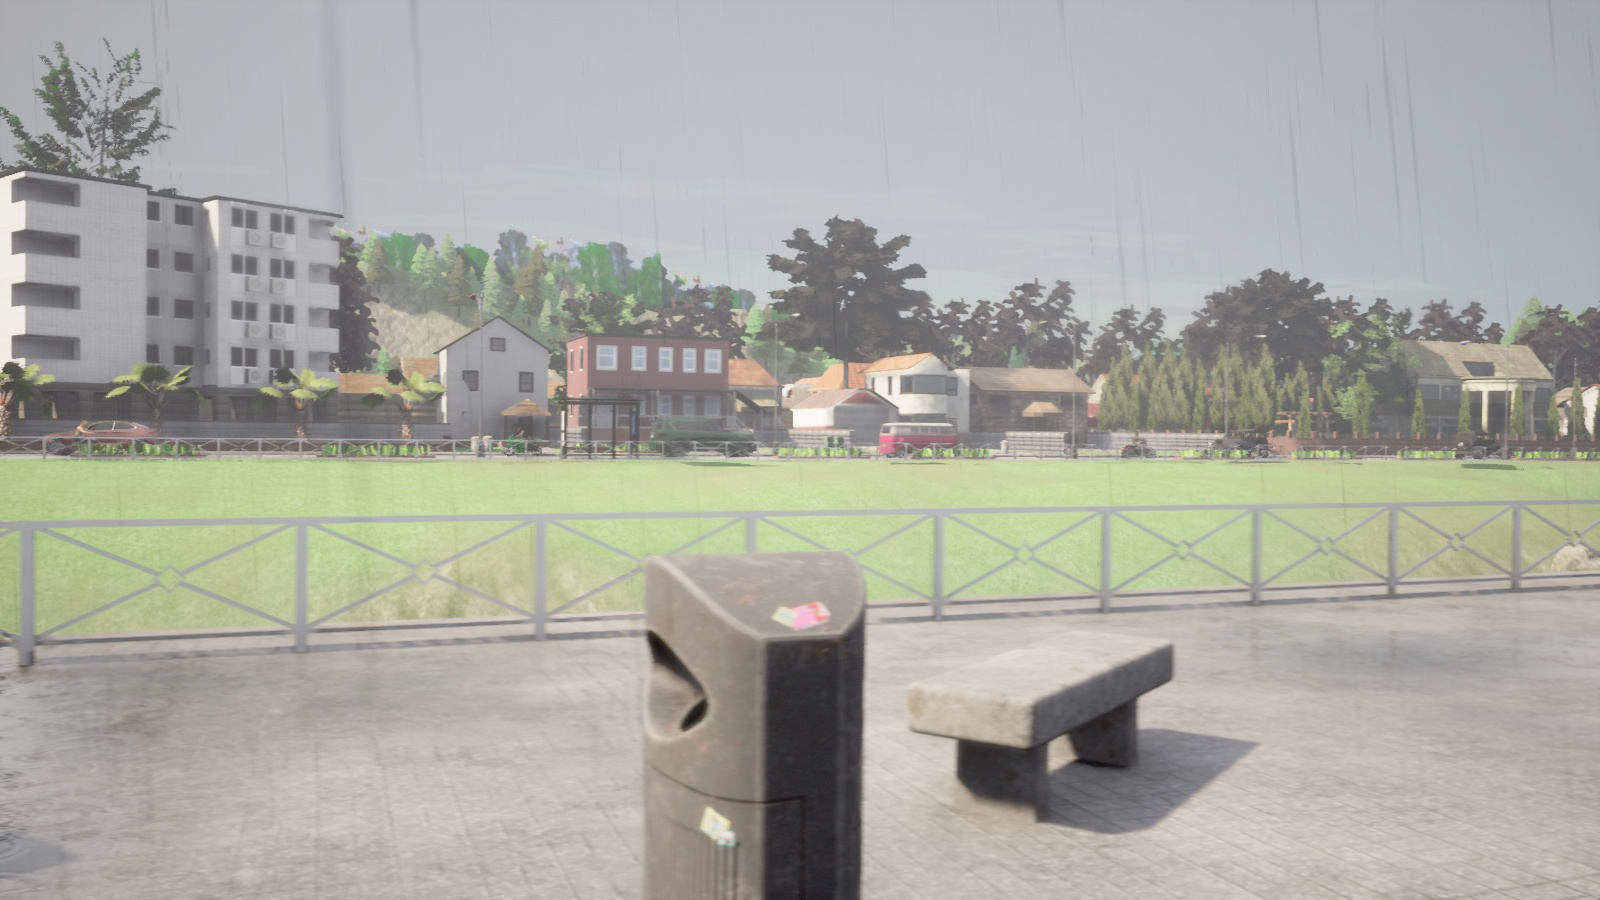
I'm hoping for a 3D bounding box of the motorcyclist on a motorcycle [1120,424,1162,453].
[{"bbox_3d":[19.807,-0.654,73.010,2.350,1.649,0.766,-1,1,-21],"label":"motorcyclist on a motorcycle"}]

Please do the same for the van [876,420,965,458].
[{"bbox_3d":[6.541,-0.626,67.975,4.442,1.987,1.775,-1,1,-21],"label":"van"}]

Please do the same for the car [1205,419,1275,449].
[{"bbox_3d":[28.177,-1.020,80.462,3.866,1.878,1.905,-1,1,-21],"label":"car"}]

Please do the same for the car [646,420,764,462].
[{"bbox_3d":[-4.831,-0.467,63.660,5.566,2.045,2.150,-1,1,-21],"label":"car"}]

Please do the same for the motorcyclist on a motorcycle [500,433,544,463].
[{"bbox_3d":[-14.247,-0.113,64.369,2.044,1.523,0.797,-1,1,-21],"label":"motorcyclist on a motorcycle"}]

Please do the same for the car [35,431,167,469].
[{"bbox_3d":[-31.977,-0.015,57.640,5.027,1.651,2.152,-1,1,-21],"label":"car"}]

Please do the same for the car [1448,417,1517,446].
[{"bbox_3d":[44.812,-1.233,82.495,3.866,1.878,1.905,-1,1,-21],"label":"car"}]
